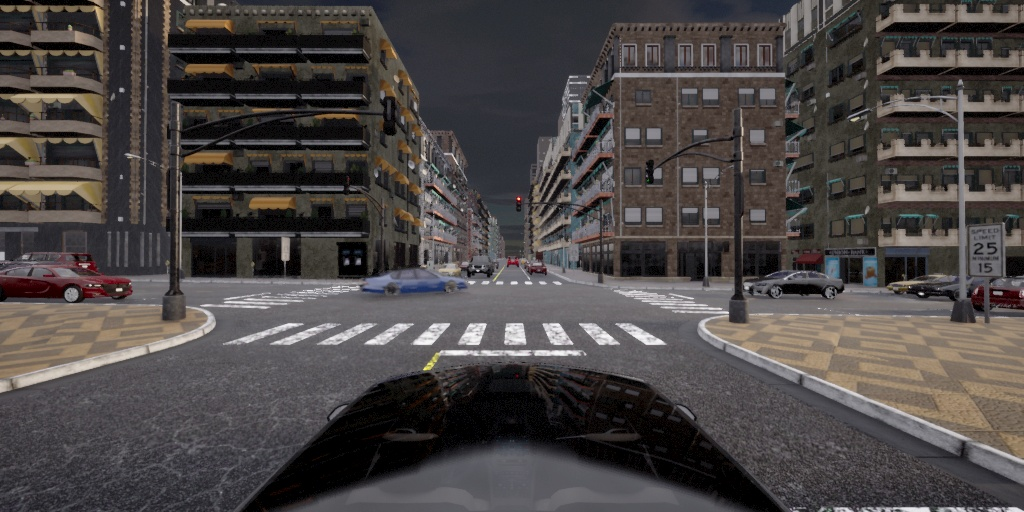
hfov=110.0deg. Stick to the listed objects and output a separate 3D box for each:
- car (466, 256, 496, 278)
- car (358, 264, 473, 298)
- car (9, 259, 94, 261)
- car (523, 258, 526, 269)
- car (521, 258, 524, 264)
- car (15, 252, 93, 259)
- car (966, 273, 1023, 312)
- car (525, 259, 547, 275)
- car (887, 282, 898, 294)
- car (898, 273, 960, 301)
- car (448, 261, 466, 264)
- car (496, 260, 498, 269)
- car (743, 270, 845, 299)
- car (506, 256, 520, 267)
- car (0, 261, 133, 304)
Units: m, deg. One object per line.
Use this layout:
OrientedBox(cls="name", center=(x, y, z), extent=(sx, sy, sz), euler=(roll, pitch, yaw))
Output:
OrientedBox(cls="car", center=(-3.068, 0.979, 35.202), extent=(2.150, 2.045, 5.566), euler=(0, 0, 0))
OrientedBox(cls="car", center=(-5.061, 1.306, 18.631), extent=(5.357, 1.411, 2.033), euler=(0, 0, -29))
OrientedBox(cls="car", center=(-21.085, 0.979, 16.235), extent=(5.357, 1.411, 2.033), euler=(1, -1, 0))
OrientedBox(cls="car", center=(2.731, 1.200, 43.821), extent=(1.967, 1.591, 4.097), euler=(0, 0, 0))
OrientedBox(cls="car", center=(2.741, 1.346, 54.868), extent=(1.802, 1.307, 4.207), euler=(0, 0, 0))
OrientedBox(cls="car", center=(-28.627, 0.686, 21.969), extent=(5.009, 1.841, 2.192), euler=(0, 0, 0))
OrientedBox(cls="car", center=(20.846, 1.500, 13.950), extent=(4.097, 1.591, 1.967), euler=(0, 0, 0))
OrientedBox(cls="car", center=(2.726, 1.303, 38.297), extent=(1.888, 1.381, 4.507), euler=(0, 0, 0))
OrientedBox(cls="car", center=(26.266, 1.755, 22.300), extent=(4.829, 1.417, 1.751), euler=(0, 0, 0))
OrientedBox(cls="car", center=(25.182, 1.732, 19.739), extent=(5.357, 1.411, 2.033), euler=(1, -1, 0))
OrientedBox(cls="car", center=(-5.660, 1.282, 32.626), extent=(1.751, 1.417, 4.829), euler=(0, 0, 0))
OrientedBox(cls="car", center=(-3.057, 1.265, 45.241), extent=(1.837, 1.490, 4.892), euler=(0, 0, 0))
OrientedBox(cls="car", center=(15.323, 1.522, 19.678), extent=(4.902, 1.511, 2.128), euler=(1, -1, -1))
OrientedBox(cls="car", center=(0.159, 0.989, 64.530), extent=(2.150, 2.045, 5.566), euler=(0, 0, 0))
OrientedBox(cls="car", center=(-17.251, 1.011, 13.664), extent=(4.507, 1.381, 1.888), euler=(0, 0, 0))
